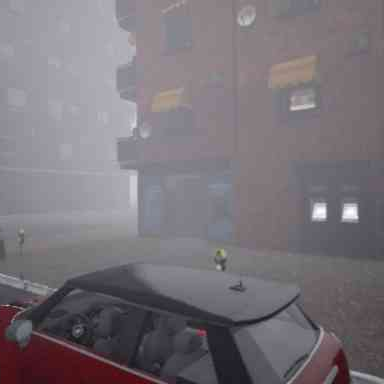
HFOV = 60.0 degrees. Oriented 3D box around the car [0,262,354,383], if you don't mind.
[{"bbox_3d":[-0.673,1.464,3.358,4.097,1.590,1.967,-1,-1,36],"label":"car"}]
